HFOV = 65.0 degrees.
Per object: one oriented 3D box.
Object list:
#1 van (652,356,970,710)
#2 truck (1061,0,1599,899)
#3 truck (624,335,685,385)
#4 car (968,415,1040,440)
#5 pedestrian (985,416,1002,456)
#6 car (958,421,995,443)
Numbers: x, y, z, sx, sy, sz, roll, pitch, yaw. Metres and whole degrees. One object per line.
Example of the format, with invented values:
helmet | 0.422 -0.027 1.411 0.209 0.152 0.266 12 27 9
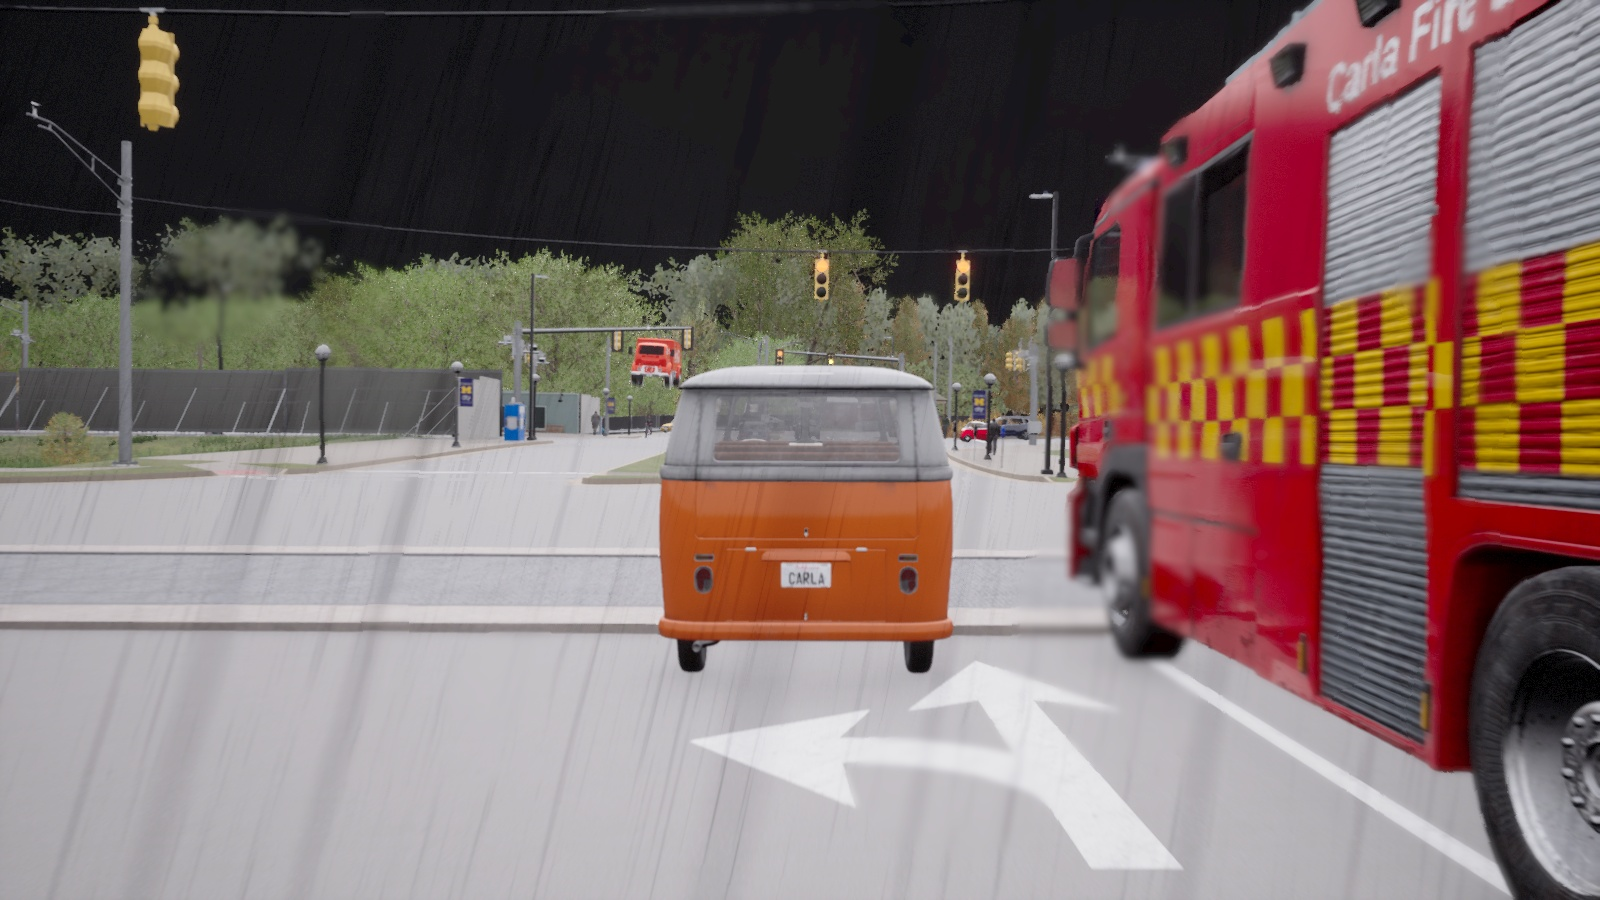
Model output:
van | 0.062 0.384 9.274 1.775 1.987 4.442 0 2 0
truck | 3.572 -0.455 6.044 2.891 3.827 8.468 0 0 0
truck | -8.073 -4.985 70.125 2.627 2.467 5.204 3 2 1
car | 14.129 -1.570 87.155 4.611 1.667 2.242 0 2 0
pedestrian | 9.236 -0.655 60.002 0.563 1.883 0.849 1 2 -3
car | 11.740 -1.204 83.434 2.207 1.376 1.481 0 2 -2
